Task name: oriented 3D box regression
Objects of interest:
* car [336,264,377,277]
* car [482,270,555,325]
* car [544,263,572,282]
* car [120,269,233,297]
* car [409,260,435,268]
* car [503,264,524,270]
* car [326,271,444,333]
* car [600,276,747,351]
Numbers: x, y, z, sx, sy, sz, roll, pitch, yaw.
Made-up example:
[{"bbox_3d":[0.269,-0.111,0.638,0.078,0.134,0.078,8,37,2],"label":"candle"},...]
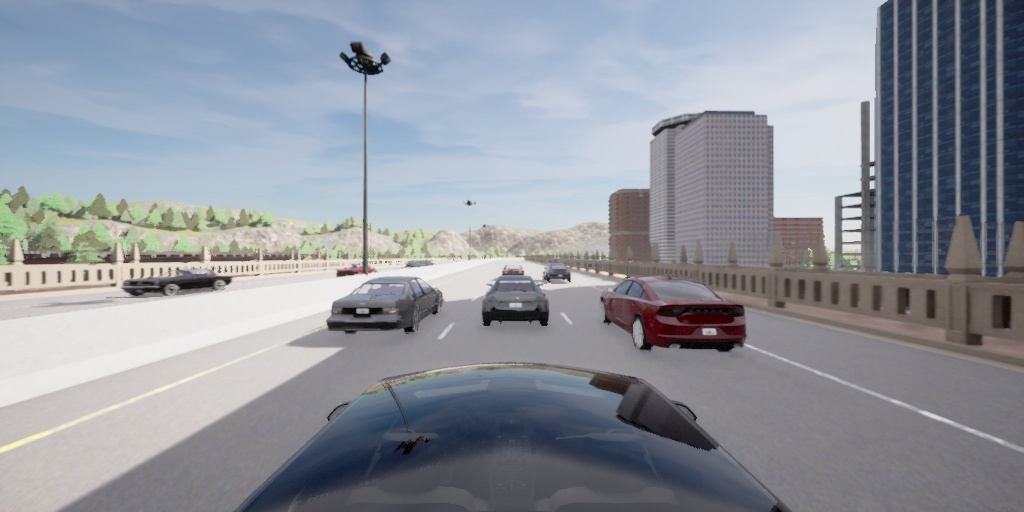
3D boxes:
[{"bbox_3d":[-14.080,1.388,32.629,1.895,1.301,4.718,0,0,0],"label":"car"},{"bbox_3d":[0.101,1.319,11.849,1.994,1.385,4.181,0,0,0],"label":"car"},{"bbox_3d":[3.603,1.305,28.964,1.812,1.442,4.674,0,0,0],"label":"car"},{"bbox_3d":[-17.594,1.364,19.151,1.895,1.301,4.718,0,0,0],"label":"car"},{"bbox_3d":[-10.553,1.317,43.380,1.837,1.490,4.892,0,-1,0],"label":"car"},{"bbox_3d":[0.104,1.385,31.552,1.895,1.301,4.718,0,0,0],"label":"car"},{"bbox_3d":[-3.400,1.302,10.669,2.033,1.411,5.357,0,0,0],"label":"car"},{"bbox_3d":[3.600,1.230,9.011,1.882,1.535,5.008,0,0,0],"label":"car"}]
